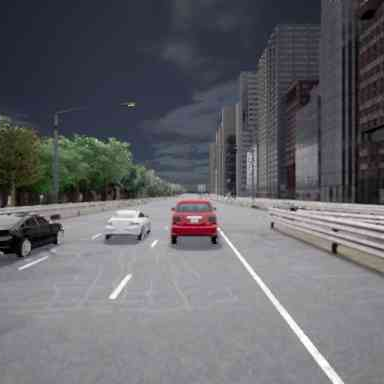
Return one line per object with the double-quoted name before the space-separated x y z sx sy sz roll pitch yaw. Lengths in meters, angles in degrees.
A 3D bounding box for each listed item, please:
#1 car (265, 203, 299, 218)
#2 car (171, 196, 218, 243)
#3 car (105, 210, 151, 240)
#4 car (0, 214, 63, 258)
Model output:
"car" 9.074 1.842 33.840 2.128 1.511 4.902 0 0 -12
"car" 0.104 1.380 17.123 2.150 2.045 5.566 0 -1 0
"car" -3.382 1.692 18.023 1.812 1.442 4.674 0 -1 0
"car" -6.884 1.601 13.389 1.882 1.535 5.008 0 -1 0
